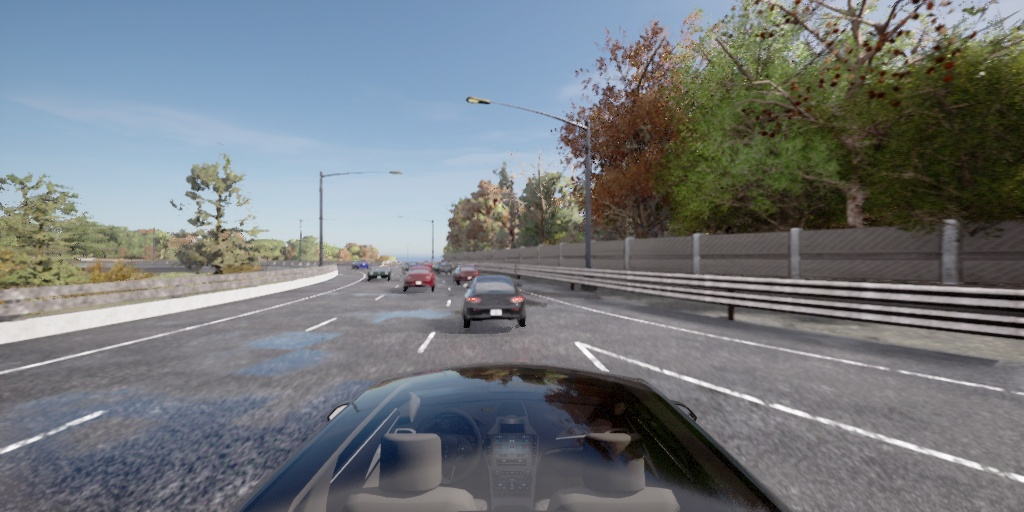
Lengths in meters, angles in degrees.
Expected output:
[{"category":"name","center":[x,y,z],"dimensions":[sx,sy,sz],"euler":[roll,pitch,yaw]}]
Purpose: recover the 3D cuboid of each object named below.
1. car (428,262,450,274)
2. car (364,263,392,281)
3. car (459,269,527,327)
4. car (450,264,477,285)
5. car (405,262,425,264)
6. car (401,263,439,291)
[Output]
[{"category":"car","center":[-8.356,1.471,43.098],"dimensions":[2.128,1.511,4.902],"euler":[0,0,-22]},{"category":"car","center":[-11.991,1.532,32.688],"dimensions":[1.895,1.301,4.718],"euler":[0,0,-17]},{"category":"car","center":[-0.620,1.328,11.738],"dimensions":[1.812,1.442,4.674],"euler":[0,0,-5]},{"category":"car","center":[-3.557,1.418,28.109],"dimensions":[1.812,1.442,4.674],"euler":[0,0,-13]},{"category":"car","center":[-12.303,1.479,43.580],"dimensions":[2.128,1.511,4.902],"euler":[0,0,-22]},{"category":"car","center":[-5.817,1.395,22.898],"dimensions":[1.812,1.442,4.674],"euler":[0,0,-11]}]
